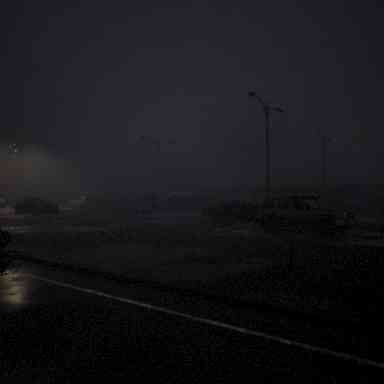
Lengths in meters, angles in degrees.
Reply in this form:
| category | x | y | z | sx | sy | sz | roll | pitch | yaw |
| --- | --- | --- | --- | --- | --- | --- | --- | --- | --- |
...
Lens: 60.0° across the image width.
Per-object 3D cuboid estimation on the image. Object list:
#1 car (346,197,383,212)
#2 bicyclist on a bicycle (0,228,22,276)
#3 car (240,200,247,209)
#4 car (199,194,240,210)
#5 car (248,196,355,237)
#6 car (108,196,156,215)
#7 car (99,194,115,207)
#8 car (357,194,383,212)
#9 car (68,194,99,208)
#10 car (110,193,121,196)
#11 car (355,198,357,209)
| category | x | y | z | sx | sy | sz | roll | pitch | yaw |
| --- | --- | --- | --- | --- | --- | --- | --- | --- | --- |
| car | 19.870 | 1.393 | 38.045 | 3.806 | 1.475 | 1.970 | 0 | 0 | 34 |
| bicyclist on a bicycle | -5.123 | 1.431 | 8.444 | 0.582 | 1.620 | 1.656 | 0 | 0 | 34 |
| car | 5.420 | 1.356 | 47.859 | 3.905 | 1.438 | 1.784 | 0 | 0 | 34 |
| car | 3.738 | 1.145 | 45.500 | 4.605 | 1.855 | 1.932 | 0 | 0 | 34 |
| car | 5.546 | 1.151 | 17.054 | 4.605 | 1.855 | 1.932 | 0 | 0 | 34 |
| car | -5.697 | 1.388 | 31.482 | 3.806 | 1.475 | 1.970 | 0 | 0 | 34 |
| car | -13.305 | 1.351 | 47.141 | 3.905 | 1.438 | 1.784 | 0 | 0 | 34 |
| car | 18.232 | 1.154 | 35.658 | 3.866 | 1.878 | 1.905 | 0 | 0 | 34 |
| car | -14.935 | 1.383 | 44.748 | 3.806 | 1.475 | 1.970 | 0 | 0 | 34 |
| car | -11.836 | 1.141 | 49.388 | 4.605 | 1.855 | 1.932 | 0 | 0 | 34 |
| car | 7.220 | 1.154 | 19.416 | 3.866 | 1.878 | 1.905 | 0 | 0 | 34 |
